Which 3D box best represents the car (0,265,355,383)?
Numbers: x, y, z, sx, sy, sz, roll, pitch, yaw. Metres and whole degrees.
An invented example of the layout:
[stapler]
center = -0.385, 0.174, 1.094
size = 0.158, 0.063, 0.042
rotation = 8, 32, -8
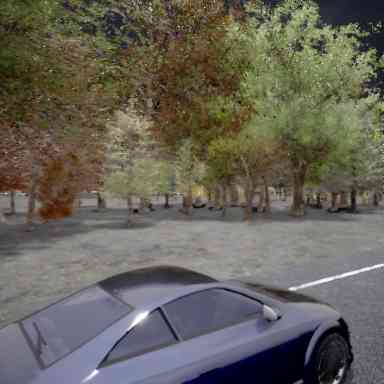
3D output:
[car]
center = -0.045, 1.562, 3.717
size = 4.181, 1.385, 1.994
rotation = 0, 0, -36
